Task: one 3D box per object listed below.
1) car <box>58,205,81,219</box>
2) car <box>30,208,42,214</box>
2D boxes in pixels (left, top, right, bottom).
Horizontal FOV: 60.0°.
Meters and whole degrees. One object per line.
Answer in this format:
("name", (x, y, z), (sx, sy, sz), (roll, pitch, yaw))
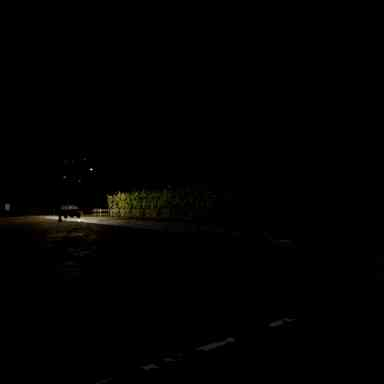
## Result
("car", (-18.549, 2.965, 50.093), (2.150, 2.045, 5.566), (1, -3, -35))
("car", (-39.386, 4.772, 84.033), (2.097, 1.767, 4.553), (1, -3, -35))
